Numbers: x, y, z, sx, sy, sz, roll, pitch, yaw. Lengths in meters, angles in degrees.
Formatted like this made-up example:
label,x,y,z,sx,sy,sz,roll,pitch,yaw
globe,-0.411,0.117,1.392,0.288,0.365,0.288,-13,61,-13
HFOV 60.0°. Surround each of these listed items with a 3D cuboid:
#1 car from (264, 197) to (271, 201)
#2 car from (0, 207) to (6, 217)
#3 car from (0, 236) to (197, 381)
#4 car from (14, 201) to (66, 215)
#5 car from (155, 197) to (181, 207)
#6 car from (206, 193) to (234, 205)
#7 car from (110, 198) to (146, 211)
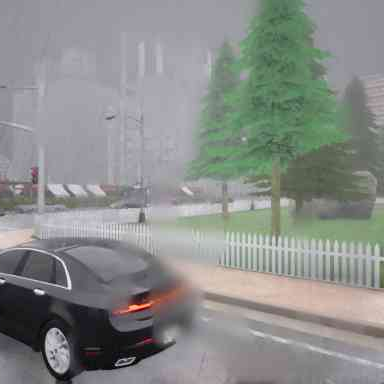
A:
label,x,y,z,sx,sy,sz,roll,pitch,yaw
car,14.254,1.564,58.863,1.994,1.385,4.181,0,0,34
car,-17.109,1.547,25.097,2.033,1.411,5.357,0,0,34
car,-2.211,1.505,5.505,4.892,1.490,1.837,0,0,36
car,-15.436,1.601,33.850,1.895,1.301,4.718,0,0,34
car,-3.683,1.477,51.314,1.882,1.535,5.008,0,0,34
car,5.267,1.212,58.221,2.150,2.045,5.566,0,0,34
car,-7.546,1.491,39.317,2.128,1.511,4.902,0,0,34
